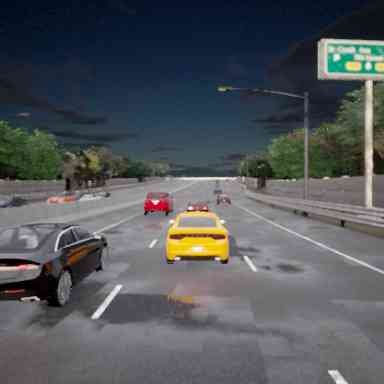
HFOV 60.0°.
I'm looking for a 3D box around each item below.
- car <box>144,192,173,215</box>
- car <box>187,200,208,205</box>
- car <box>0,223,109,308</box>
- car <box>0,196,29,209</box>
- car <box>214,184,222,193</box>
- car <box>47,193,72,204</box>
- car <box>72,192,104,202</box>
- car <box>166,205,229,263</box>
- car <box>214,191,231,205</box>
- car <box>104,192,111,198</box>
[{"bbox_3d":[-2.970,0.979,30.338,2.150,2.045,5.566,0,1,2],"label":"car"},{"bbox_3d":[0.522,1.364,29.979,1.895,1.301,4.718,0,1,2],"label":"car"},{"bbox_3d":[-3.355,1.473,7.840,2.128,1.511,4.902,0,0,0],"label":"car"},{"bbox_3d":[-20.468,1.206,37.365,2.033,1.411,5.357,0,1,2],"label":"car"},{"bbox_3d":[6.721,-0.541,85.670,2.097,1.767,4.553,0,2,4],"label":"car"},{"bbox_3d":[-16.762,0.920,42.667,2.097,1.767,4.553,0,1,2],"label":"car"},{"bbox_3d":[-13.269,1.095,42.633,1.812,1.442,4.674,0,1,2],"label":"car"},{"bbox_3d":[0.182,1.440,11.820,1.882,1.535,5.008,0,0,1],"label":"car"},{"bbox_3d":[4.490,0.942,47.572,1.812,1.442,4.674,0,1,3],"label":"car"},{"bbox_3d":[-15.926,0.651,60.103,1.812,1.442,4.674,0,2,3],"label":"car"}]
